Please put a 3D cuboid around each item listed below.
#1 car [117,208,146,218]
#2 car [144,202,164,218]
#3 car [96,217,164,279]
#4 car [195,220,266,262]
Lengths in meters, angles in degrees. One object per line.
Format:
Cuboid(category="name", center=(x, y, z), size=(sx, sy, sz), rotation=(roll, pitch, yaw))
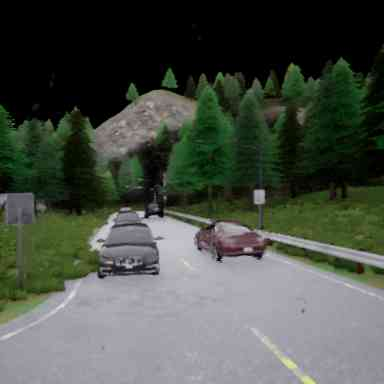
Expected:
Cuboid(category="car", center=(-4.524, 2.210, 23.700), size=(1.837, 1.490, 4.892), rotation=(-1, 0, -12))
Cuboid(category="car", center=(-4.970, 2.383, 43.605), size=(2.150, 2.045, 5.566), rotation=(-1, -1, -12))
Cuboid(category="car", center=(-2.137, 1.894, 11.677), size=(1.837, 1.490, 4.892), rotation=(-1, -1, -9))
Cuboid(category="car", center=(1.436, 1.882, 13.680), size=(1.812, 1.442, 4.674), rotation=(-1, -1, -13))
